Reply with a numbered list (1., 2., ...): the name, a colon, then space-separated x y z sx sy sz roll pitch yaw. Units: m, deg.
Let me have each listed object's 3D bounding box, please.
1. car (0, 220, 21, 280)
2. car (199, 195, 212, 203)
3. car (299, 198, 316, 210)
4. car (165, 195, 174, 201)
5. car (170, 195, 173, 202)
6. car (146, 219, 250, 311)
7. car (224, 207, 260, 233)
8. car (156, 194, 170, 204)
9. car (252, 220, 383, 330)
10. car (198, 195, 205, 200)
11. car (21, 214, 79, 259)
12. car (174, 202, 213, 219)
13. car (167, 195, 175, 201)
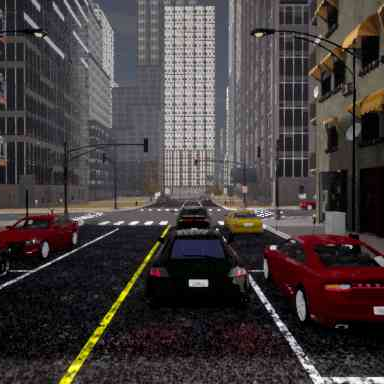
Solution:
1. car: -5.696 1.439 6.958 1.967 1.590 4.097 -1 0 0
2. car: 2.716 1.437 61.513 1.967 1.590 4.097 -1 0 0
3. car: 14.273 1.256 37.104 4.507 1.381 1.887 -1 1 0
4. car: -5.650 1.524 83.587 1.752 1.417 4.829 -1 0 0
5. car: -5.661 1.313 67.079 2.192 1.841 5.009 -1 0 0
6. car: 0.107 1.563 7.823 1.994 1.385 4.181 0 0 0
7. car: 2.692 1.523 18.156 1.752 1.417 4.829 -1 0 0
8. car: -5.663 1.542 61.519 1.887 1.381 4.507 -1 0 0
9. car: 2.686 1.544 6.940 1.887 1.381 4.507 -1 0 0
10. car: 2.738 1.582 94.870 1.802 1.307 4.206 -1 0 0
11. car: -5.692 1.543 12.482 1.887 1.381 4.507 -1 0 0
12. car: 0.087 1.503 17.807 1.837 1.490 4.892 0 0 -1
13. car: -5.646 1.544 89.316 1.887 1.381 4.507 -1 0 0
